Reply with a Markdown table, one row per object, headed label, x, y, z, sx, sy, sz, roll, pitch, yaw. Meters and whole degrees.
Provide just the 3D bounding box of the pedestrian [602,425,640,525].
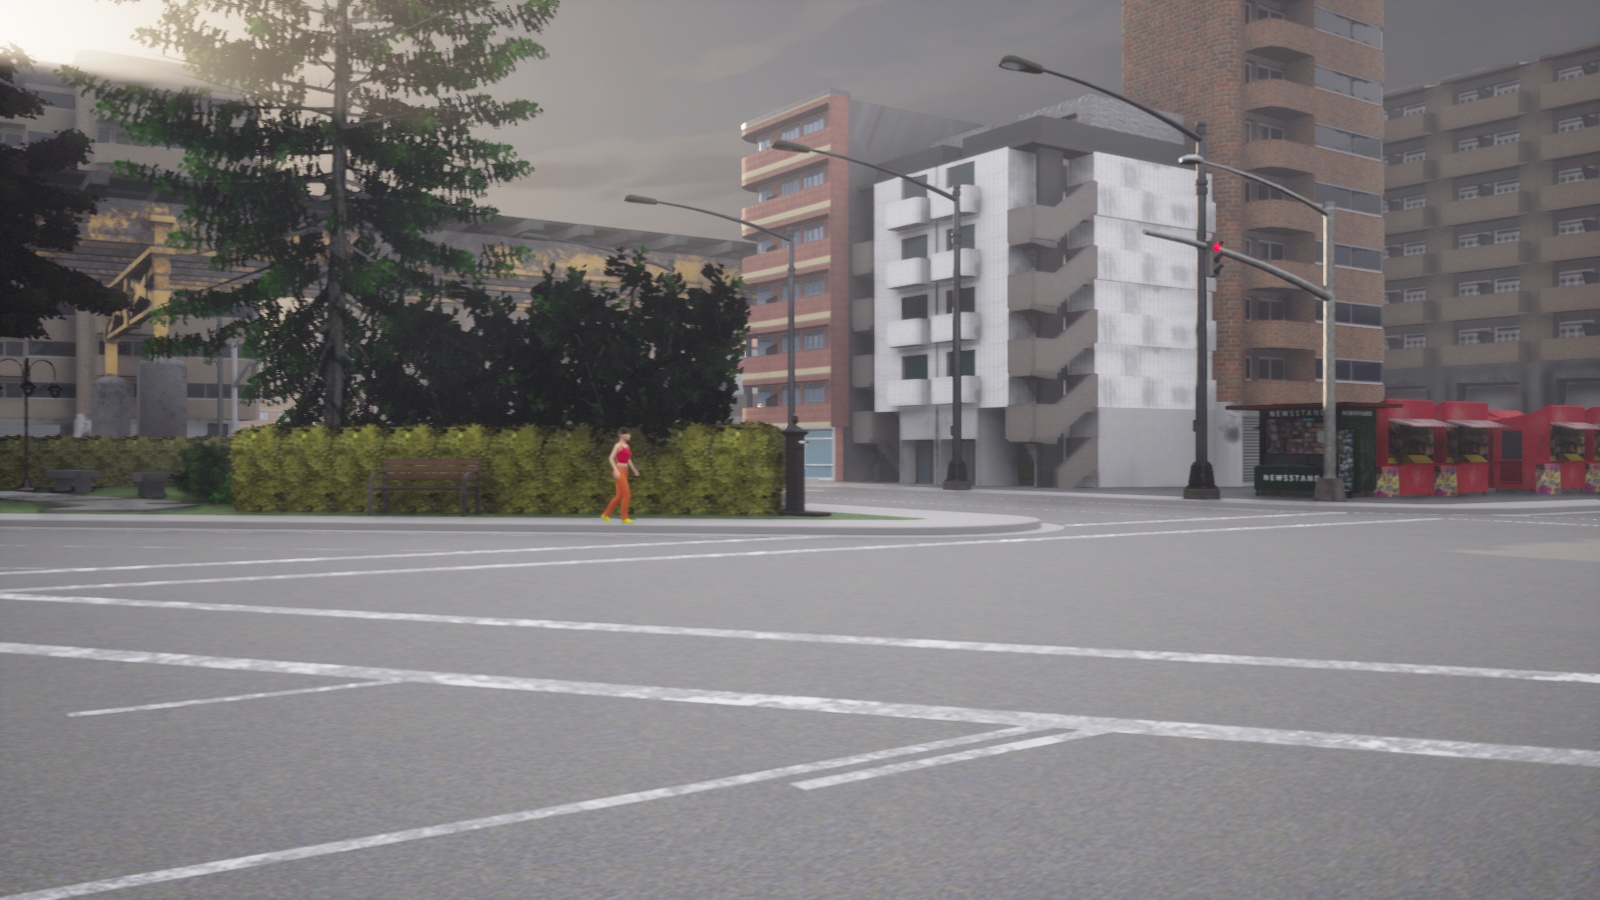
| label | x | y | z | sx | sy | sz | roll | pitch | yaw |
| --- | --- | --- | --- | --- | --- | --- | --- | --- | --- |
| pedestrian | -3.342 | 0.460 | 23.444 | 0.594 | 1.836 | 0.345 | 0 | 0 | 13 |
